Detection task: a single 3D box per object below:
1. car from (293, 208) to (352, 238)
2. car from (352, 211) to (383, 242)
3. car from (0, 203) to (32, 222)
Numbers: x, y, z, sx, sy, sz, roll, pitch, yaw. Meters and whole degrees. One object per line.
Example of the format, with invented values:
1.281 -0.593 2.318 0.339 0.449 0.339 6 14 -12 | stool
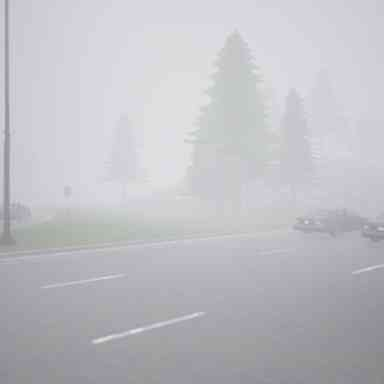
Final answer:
7.688 1.541 17.831 5.357 1.411 2.033 0 0 -36 | car
9.725 1.541 14.985 5.357 1.411 2.033 0 0 -36 | car
-13.952 1.550 25.906 2.033 1.411 5.357 0 0 -16 | car
